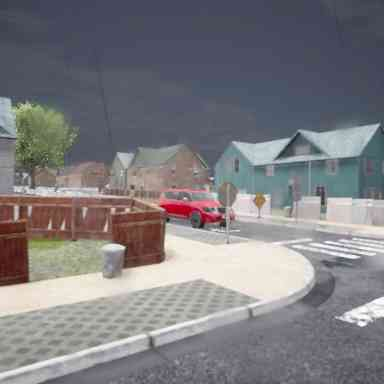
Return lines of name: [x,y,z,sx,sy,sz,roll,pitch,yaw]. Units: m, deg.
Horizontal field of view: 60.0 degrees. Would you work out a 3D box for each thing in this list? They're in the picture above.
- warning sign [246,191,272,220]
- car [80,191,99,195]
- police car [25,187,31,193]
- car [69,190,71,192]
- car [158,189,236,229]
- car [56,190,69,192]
warning sign: [4.464,0.839,22.129,1.300,1.860,1.060,-1,0,-35]
car: [-9.217,0.889,32.132,1.895,1.301,4.718,1,1,-35]
police car: [-39.740,-0.482,81.612,1.930,1.638,5.238,1,1,-35]
car: [-19.907,0.367,52.070,1.812,1.442,4.674,1,1,-35]
car: [0.056,0.866,19.098,2.150,2.045,5.566,1,1,-35]
car: [-19.250,0.509,46.402,2.033,1.411,5.357,1,1,-35]
